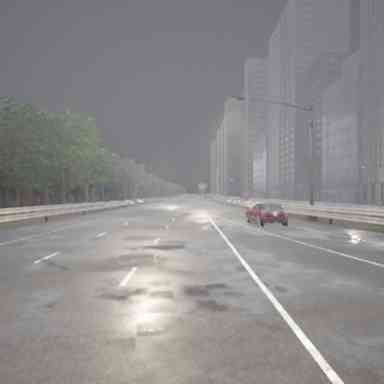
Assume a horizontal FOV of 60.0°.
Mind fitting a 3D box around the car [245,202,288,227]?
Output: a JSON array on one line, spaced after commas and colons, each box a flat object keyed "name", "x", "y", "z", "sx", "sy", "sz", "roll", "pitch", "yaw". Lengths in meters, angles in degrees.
[{"name": "car", "x": 5.604, "y": 1.625, "z": 25.617, "sx": 2.097, "sy": 1.767, "sz": 4.553, "roll": 0, "pitch": -1, "yaw": -7}]
